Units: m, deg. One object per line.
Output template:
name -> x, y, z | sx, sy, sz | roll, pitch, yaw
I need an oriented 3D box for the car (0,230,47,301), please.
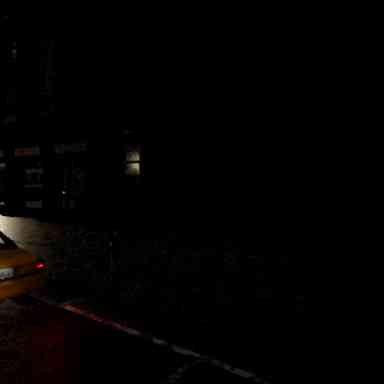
car -> -5.184, 1.260, 6.941 | 5.366, 1.575, 1.801 | 2, 1, 35
